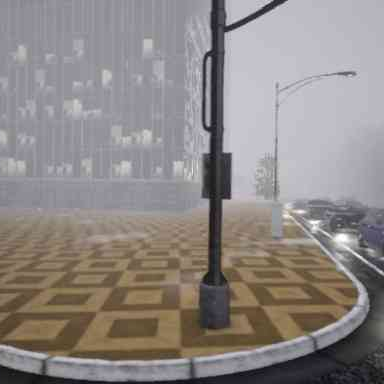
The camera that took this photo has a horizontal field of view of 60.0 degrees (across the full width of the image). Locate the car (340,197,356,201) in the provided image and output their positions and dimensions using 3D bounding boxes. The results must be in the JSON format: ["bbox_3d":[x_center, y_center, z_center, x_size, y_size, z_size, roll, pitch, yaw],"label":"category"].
[{"bbox_3d":[14.397,1.449,30.028,2.033,1.411,5.357,1,0,11],"label":"car"}]

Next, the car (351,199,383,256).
[{"bbox_3d":[7.093,1.288,10.985,2.097,1.767,4.553,1,0,12],"label":"car"}]

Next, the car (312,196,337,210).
[{"bbox_3d":[16.854,1.344,42.584,2.128,1.511,4.902,1,0,11],"label":"car"}]

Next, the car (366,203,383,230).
[{"bbox_3d":[12.307,1.492,19.798,2.033,1.411,5.357,1,0,12],"label":"car"}]

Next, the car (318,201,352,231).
[{"bbox_3d":[8.904,1.465,19.424,1.994,1.385,4.181,1,0,12],"label":"car"}]

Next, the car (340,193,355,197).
[{"bbox_3d":[23.056,1.418,50.091,2.128,1.511,4.902,-13,-14,4],"label":"car"}]

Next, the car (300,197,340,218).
[{"bbox_3d":[10.722,1.342,28.230,1.882,1.535,5.008,1,0,11],"label":"car"}]

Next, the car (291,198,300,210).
[{"bbox_3d":[12.826,1.384,38.901,1.994,1.385,4.181,1,0,10],"label":"car"}]
